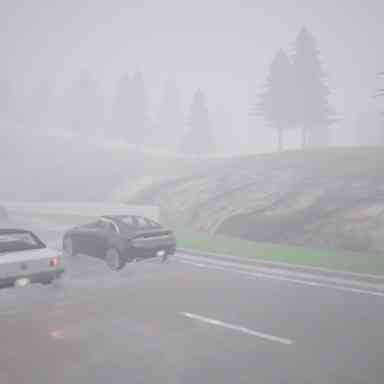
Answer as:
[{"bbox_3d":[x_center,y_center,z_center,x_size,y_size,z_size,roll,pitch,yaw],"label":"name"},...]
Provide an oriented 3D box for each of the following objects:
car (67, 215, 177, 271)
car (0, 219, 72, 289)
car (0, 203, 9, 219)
[{"bbox_3d":[-2.561,1.501,11.025,2.128,1.511,4.902,0,0,-44],"label":"car"},{"bbox_3d":[-5.120,1.606,8.575,1.895,1.301,4.718,0,0,-45],"label":"car"},{"bbox_3d":[-16.379,1.539,26.890,4.674,1.442,1.812,0,0,42],"label":"car"}]
